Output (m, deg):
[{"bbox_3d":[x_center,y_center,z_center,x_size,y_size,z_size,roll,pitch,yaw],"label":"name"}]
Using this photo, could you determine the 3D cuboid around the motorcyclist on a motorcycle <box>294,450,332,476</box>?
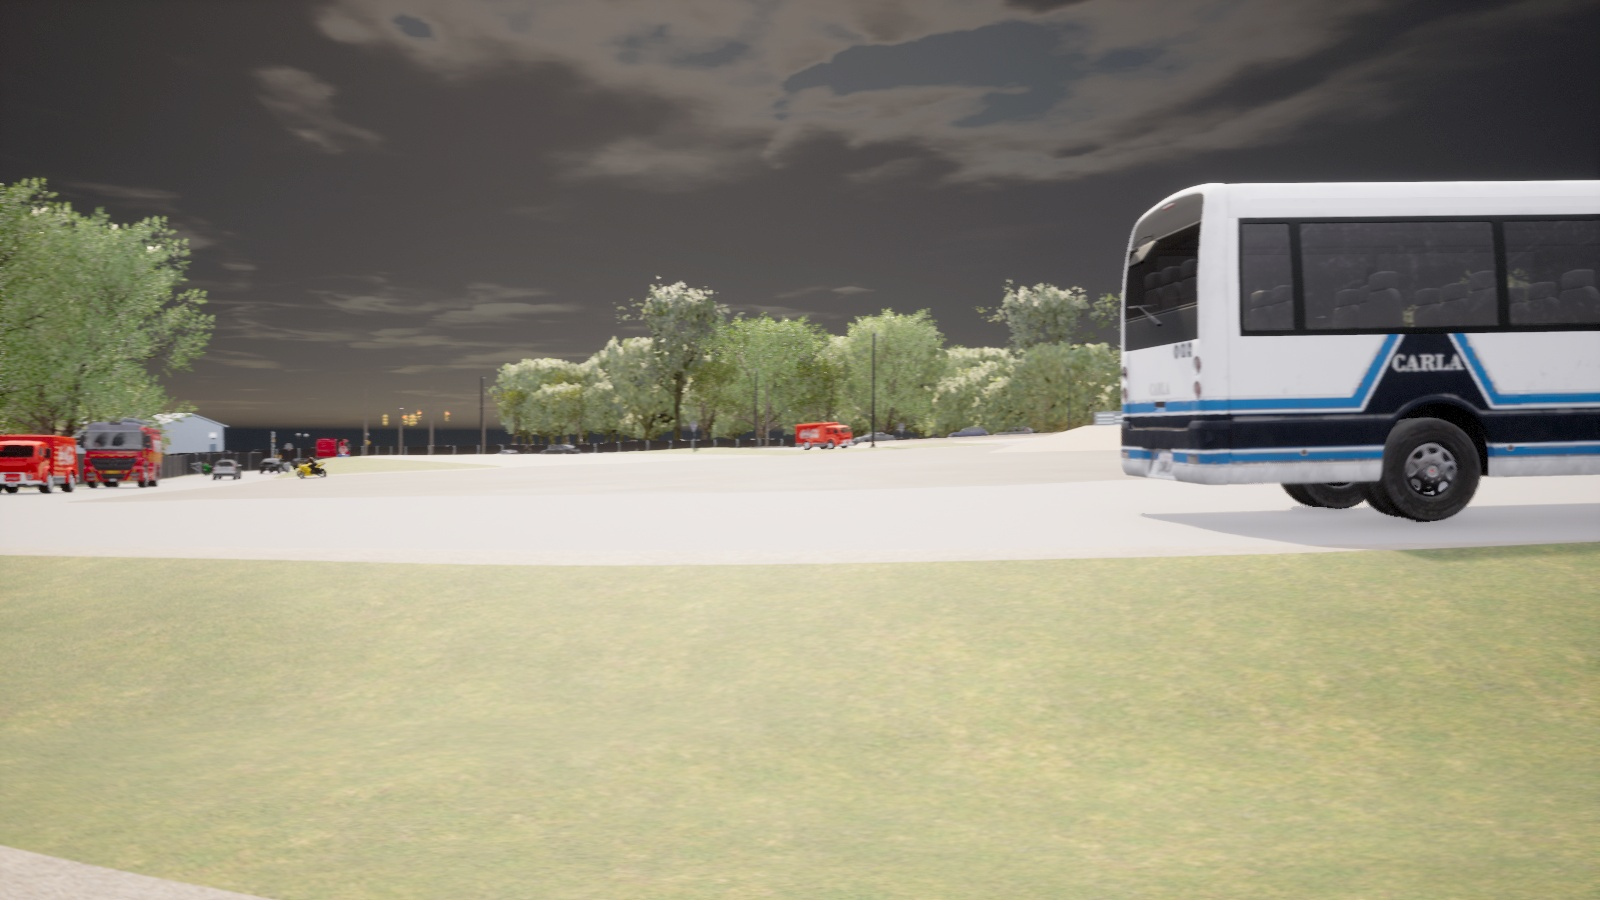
[{"bbox_3d":[-30.785,0.816,79.337,2.044,1.523,0.797,-3,-1,7],"label":"motorcyclist on a motorcycle"}]

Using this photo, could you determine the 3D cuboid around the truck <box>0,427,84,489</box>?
[{"bbox_3d":[-32.509,0.362,53.244,2.627,2.467,5.204,0,-1,-17],"label":"truck"}]

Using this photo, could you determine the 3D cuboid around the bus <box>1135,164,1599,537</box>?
[{"bbox_3d":[10.155,-1.245,16.665,10.273,4.253,3.944,-1,1,-4],"label":"bus"}]

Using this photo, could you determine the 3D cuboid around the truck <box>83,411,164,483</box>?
[{"bbox_3d":[-37.868,-0.083,70.567,2.891,3.827,8.468,1,-1,-20],"label":"truck"}]
